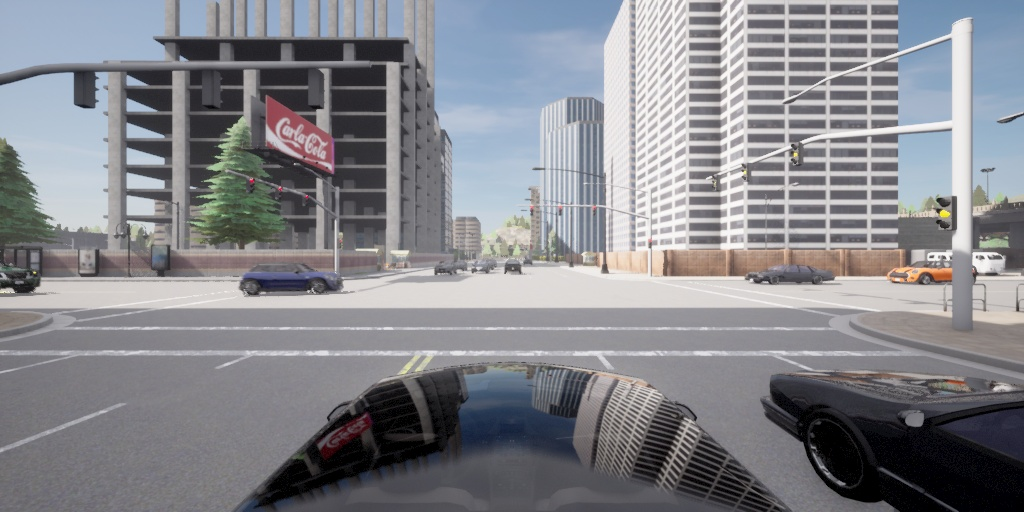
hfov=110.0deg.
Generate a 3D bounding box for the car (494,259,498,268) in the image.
[{"bbox_3d":[-3.601,1.241,51.773,2.128,1.511,4.902,0,0,0],"label":"car"}]

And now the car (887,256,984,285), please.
[{"bbox_3d":[29.643,1.102,25.453,4.553,1.767,2.097,0,0,1],"label":"car"}]

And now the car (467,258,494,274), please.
[{"bbox_3d":[-3.603,1.241,41.706,2.128,1.511,4.902,0,0,0],"label":"car"}]

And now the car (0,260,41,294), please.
[{"bbox_3d":[-27.423,0.971,17.971,5.566,2.045,2.150,0,0,0],"label":"car"}]

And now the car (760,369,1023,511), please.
[{"bbox_3d":[3.597,1.297,1.372,2.033,1.411,5.357,0,0,0],"label":"car"}]

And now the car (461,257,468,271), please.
[{"bbox_3d":[-7.102,1.254,48.118,1.837,1.490,4.892,0,0,0],"label":"car"}]

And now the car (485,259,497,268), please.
[{"bbox_3d":[-3.574,1.254,62.158,1.837,1.490,4.892,0,0,0],"label":"car"}]

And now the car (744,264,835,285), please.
[{"bbox_3d":[19.635,1.297,25.427,5.357,1.411,2.033,0,0,0],"label":"car"}]

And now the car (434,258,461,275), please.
[{"bbox_3d":[-7.102,1.254,38.705,1.837,1.490,4.892,0,0,0],"label":"car"}]

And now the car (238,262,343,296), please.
[{"bbox_3d":[-11.465,1.100,18.891,4.553,1.767,2.097,0,0,-12],"label":"car"}]

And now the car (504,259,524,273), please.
[{"bbox_3d":[0.098,1.227,42.362,1.882,1.535,5.008,0,0,0],"label":"car"}]
